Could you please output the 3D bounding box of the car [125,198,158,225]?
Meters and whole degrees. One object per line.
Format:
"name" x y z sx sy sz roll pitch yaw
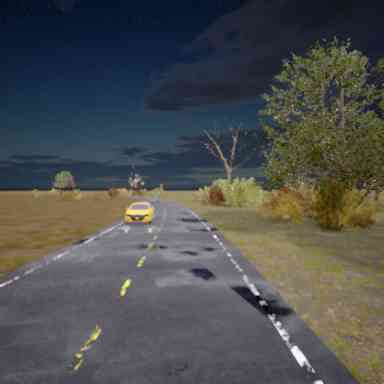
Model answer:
"car" -3.825 1.507 24.932 1.882 1.535 5.008 0 0 -3

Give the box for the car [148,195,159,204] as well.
"car" -7.796 1.417 67.147 2.097 1.767 4.553 0 0 -8
